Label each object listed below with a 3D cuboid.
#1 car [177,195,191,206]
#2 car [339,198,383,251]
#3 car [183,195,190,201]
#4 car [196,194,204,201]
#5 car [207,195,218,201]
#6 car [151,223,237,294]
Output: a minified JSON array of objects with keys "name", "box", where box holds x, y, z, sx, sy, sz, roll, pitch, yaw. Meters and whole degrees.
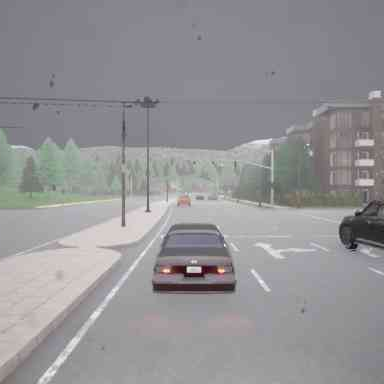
[{"name":"car","box":[-1.312,1.346,54.676,2.097,1.767,4.553,0,0,-1]},{"name":"car","box":[7.075,1.217,11.192,2.150,2.045,5.566,0,0,0]},{"name":"car","box":[-1.450,1.514,85.501,1.812,1.442,4.674,0,0,0]},{"name":"car","box":[2.050,1.468,85.536,1.882,1.535,5.008,0,0,0]},{"name":"car","box":[5.550,1.530,85.541,2.033,1.411,5.357,0,0,0]},{"name":"car","box":[0.049,1.546,8.929,2.033,1.411,5.357,0,0,0]}]
